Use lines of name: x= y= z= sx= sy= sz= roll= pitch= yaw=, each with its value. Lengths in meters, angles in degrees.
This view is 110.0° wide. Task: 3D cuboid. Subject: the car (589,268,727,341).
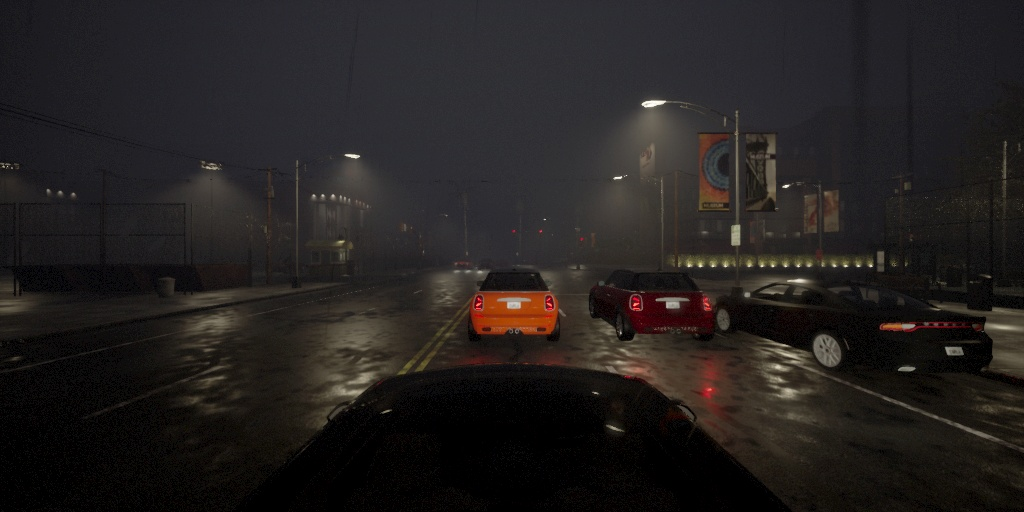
car: x=3.561 y=1.102 z=10.028 sx=2.097 sy=1.767 sz=4.553 roll=0 pitch=0 yaw=0

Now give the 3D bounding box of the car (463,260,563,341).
car: x=0.061 y=1.102 z=10.011 sx=2.097 sy=1.767 sz=4.553 roll=0 pitch=0 yaw=0

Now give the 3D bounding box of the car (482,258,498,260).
car: x=-3.450 y=1.102 z=49.120 sx=2.097 sy=1.767 sz=4.553 roll=0 pitch=0 yaw=2

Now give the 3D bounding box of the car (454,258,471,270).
car: x=-6.872 y=1.102 z=51.154 sx=2.097 sy=1.767 sz=4.553 roll=0 pitch=0 yaw=2
